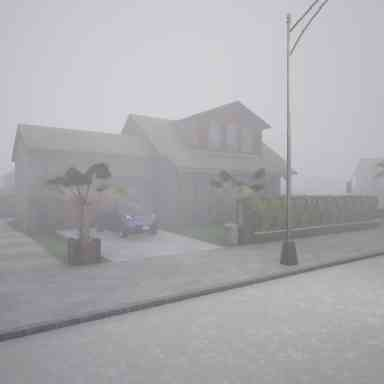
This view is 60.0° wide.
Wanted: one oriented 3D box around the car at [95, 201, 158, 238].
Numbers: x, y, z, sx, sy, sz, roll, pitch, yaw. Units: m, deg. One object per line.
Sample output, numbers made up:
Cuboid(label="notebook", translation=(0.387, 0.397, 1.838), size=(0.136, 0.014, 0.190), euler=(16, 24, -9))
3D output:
Cuboid(label="car", translation=(-3.041, 1.174, 15.278), size=(1.845, 1.501, 3.633), euler=(0, 0, -38))

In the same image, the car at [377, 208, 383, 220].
Cuboid(label="car", translation=(14.655, 1.601, 27.931), size=(1.895, 1.301, 4.718), euler=(0, 0, -35))
